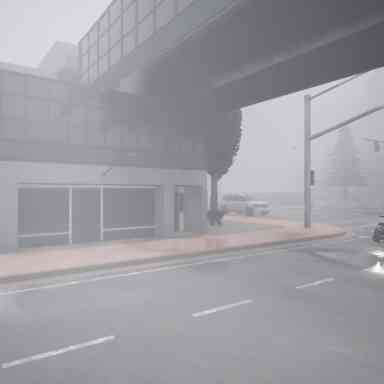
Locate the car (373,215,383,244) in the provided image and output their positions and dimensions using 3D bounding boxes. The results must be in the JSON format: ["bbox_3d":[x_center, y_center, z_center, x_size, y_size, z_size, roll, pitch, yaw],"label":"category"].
[{"bbox_3d":[9.873,1.478,15.289,1.882,1.535,5.008,2,1,38],"label":"car"}]

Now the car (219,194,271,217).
[{"bbox_3d":[4.909,1.219,31.764,2.150,2.045,5.566,0,0,-36],"label":"car"}]
